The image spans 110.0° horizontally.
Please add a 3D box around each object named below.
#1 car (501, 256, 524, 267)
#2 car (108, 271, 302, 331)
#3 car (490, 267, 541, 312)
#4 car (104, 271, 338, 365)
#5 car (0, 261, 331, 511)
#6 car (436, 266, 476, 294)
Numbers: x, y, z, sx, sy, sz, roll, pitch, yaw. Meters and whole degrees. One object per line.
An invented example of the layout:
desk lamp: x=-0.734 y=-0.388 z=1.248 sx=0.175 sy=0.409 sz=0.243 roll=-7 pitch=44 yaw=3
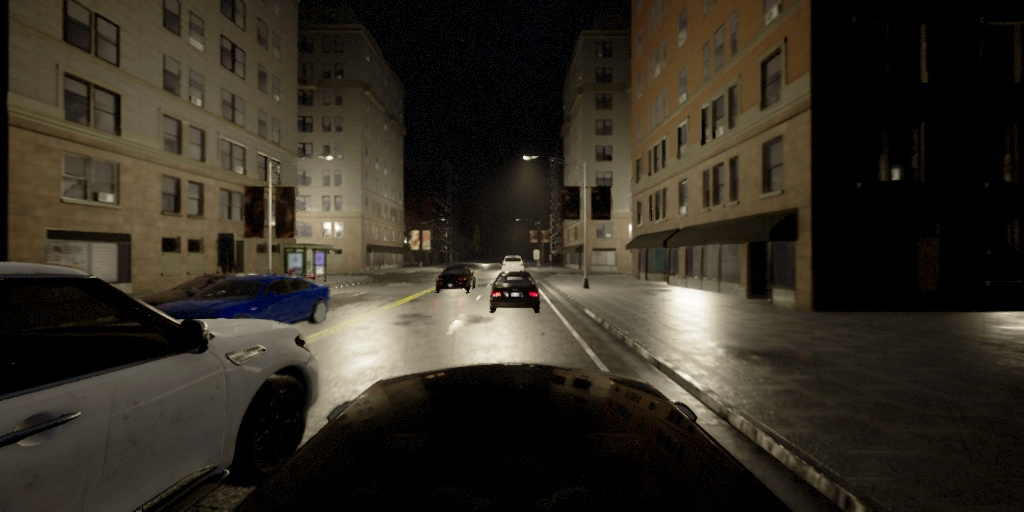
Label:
car: x=0.098 y=1.036 z=37.352 sx=2.150 sy=2.045 sz=5.566 roll=0 pitch=0 yaw=0
car: x=-9.817 y=1.314 z=12.301 sx=2.033 sy=1.411 sz=5.357 roll=0 pitch=0 yaw=0
car: x=0.099 y=1.316 z=14.245 sx=2.033 sy=1.411 sz=5.357 roll=0 pitch=0 yaw=0
car: x=-6.581 y=1.238 z=9.112 sx=1.882 sy=1.535 sz=5.008 roll=0 pitch=0 yaw=0
car: x=-3.150 y=0.971 z=1.492 sx=2.150 sy=2.045 sz=5.566 roll=0 pitch=0 yaw=0
car: x=-3.150 y=1.306 z=20.603 sx=1.812 sy=1.442 sz=4.674 roll=0 pitch=0 yaw=0
